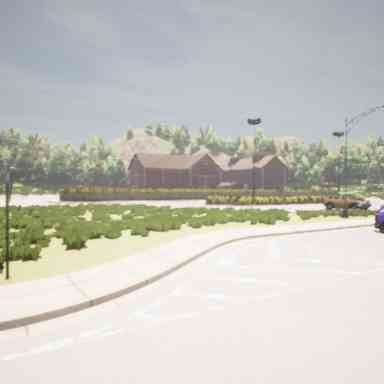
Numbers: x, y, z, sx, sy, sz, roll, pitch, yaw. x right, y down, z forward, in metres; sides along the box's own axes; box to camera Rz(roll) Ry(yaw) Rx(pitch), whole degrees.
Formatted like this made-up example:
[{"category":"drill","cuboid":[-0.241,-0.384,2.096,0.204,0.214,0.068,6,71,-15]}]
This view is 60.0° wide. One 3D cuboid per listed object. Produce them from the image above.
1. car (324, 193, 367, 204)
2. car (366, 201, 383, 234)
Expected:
[{"category":"car","cuboid":[16.274,1.079,35.066,1.932,1.855,4.605,0,1,-32]},{"category":"car","cuboid":[11.584,1.397,16.356,2.242,1.667,4.611,0,1,-32]}]
